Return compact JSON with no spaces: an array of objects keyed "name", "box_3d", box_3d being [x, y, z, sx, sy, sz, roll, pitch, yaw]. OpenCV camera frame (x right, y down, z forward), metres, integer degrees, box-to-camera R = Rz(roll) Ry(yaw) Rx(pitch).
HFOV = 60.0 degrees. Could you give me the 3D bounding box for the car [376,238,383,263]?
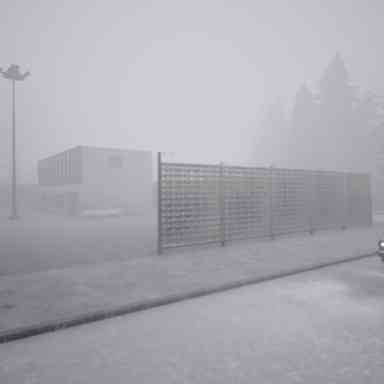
[{"name":"car","box_3d":[7.496,1.534,9.896,4.718,1.301,1.895,0,0,-35]}]
